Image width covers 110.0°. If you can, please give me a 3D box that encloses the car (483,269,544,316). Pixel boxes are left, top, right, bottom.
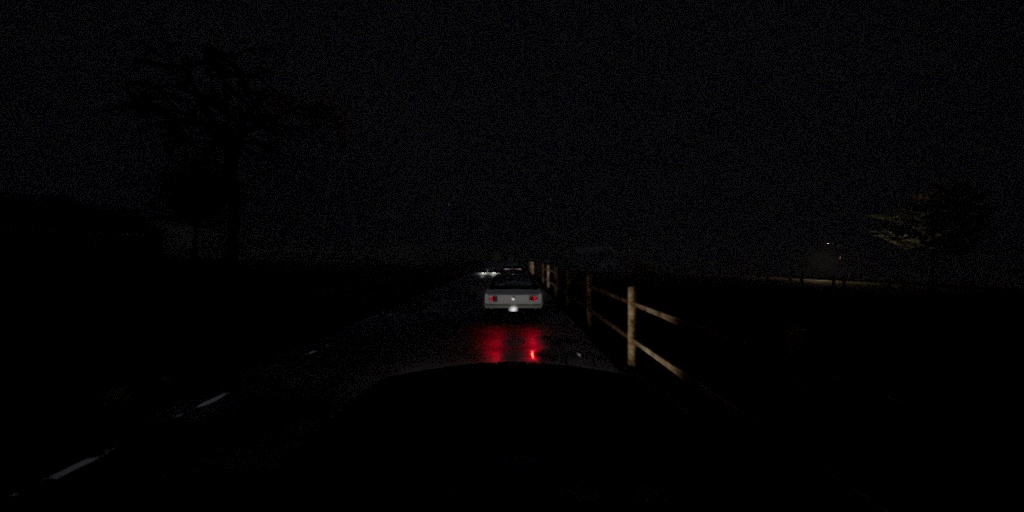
[{"bbox_3d":[0.057,1.331,13.177,1.895,1.301,4.718,0,0,0],"label":"car"}]

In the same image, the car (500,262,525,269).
[{"bbox_3d":[0.060,1.214,29.669,2.128,1.511,4.902,0,0,0],"label":"car"}]

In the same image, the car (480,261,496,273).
[{"bbox_3d":[-2.868,1.324,44.220,2.033,1.411,5.357,0,0,0],"label":"car"}]
